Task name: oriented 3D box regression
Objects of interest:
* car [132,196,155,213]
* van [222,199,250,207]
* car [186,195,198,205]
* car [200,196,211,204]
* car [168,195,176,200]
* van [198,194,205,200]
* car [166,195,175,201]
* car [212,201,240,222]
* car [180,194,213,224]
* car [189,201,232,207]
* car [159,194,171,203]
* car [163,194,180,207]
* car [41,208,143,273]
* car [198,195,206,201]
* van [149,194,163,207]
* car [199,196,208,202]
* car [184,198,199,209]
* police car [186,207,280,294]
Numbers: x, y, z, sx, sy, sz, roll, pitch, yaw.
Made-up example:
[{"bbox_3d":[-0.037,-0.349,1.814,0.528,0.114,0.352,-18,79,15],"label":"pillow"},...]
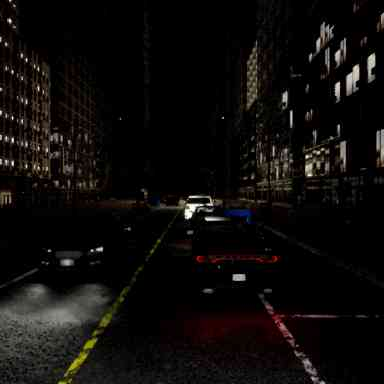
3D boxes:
[{"bbox_3d":[-5.710,1.528,37.919,1.752,1.417,4.829,0,0,0],"label":"car"},{"bbox_3d":[2.678,1.342,21.088,1.690,1.788,3.998,0,0,0],"label":"van"},{"bbox_3d":[-0.029,1.358,60.147,2.097,1.767,4.553,0,0,0],"label":"car"},{"bbox_3d":[2.657,1.558,66.432,2.008,1.369,4.403,0,0,0],"label":"car"},{"bbox_3d":[-5.738,1.579,94.769,1.947,1.339,4.313,0,0,0],"label":"car"},{"bbox_3d":[2.643,1.354,94.771,1.690,1.788,3.998,0,0,0],"label":"van"},{"bbox_3d":[-5.735,1.557,89.101,1.887,1.381,4.507,0,0,0],"label":"car"},{"bbox_3d":[2.676,1.527,26.926,1.752,1.417,4.829,0,0,0],"label":"car"},{"bbox_3d":[0.648,1.224,24.929,2.150,2.045,5.566,0,0,4],"label":"car"},{"bbox_3d":[0.891,1.479,18.821,1.882,1.535,5.008,0,0,0],"label":"car"},{"bbox_3d":[-5.727,1.324,72.097,2.192,1.841,5.009,0,0,0],"label":"car"},{"bbox_3d":[-3.025,1.482,51.550,1.882,1.535,5.008,0,0,0],"label":"car"},{"bbox_3d":[-3.104,1.491,10.729,2.128,1.511,4.902,0,0,0],"label":"car"},{"bbox_3d":[2.645,1.557,89.104,1.887,1.381,4.507,0,0,0],"label":"car"},{"bbox_3d":[-5.716,1.346,49.425,1.690,1.788,3.998,0,0,0],"label":"van"},{"bbox_3d":[2.651,1.555,77.768,1.887,1.381,4.507,0,0,0],"label":"car"},{"bbox_3d":[-0.004,1.568,46.216,1.994,1.385,4.181,0,0,0],"label":"car"},{"bbox_3d":[0.896,1.425,8.930,1.930,1.638,5.238,0,0,0],"label":"police car"}]
